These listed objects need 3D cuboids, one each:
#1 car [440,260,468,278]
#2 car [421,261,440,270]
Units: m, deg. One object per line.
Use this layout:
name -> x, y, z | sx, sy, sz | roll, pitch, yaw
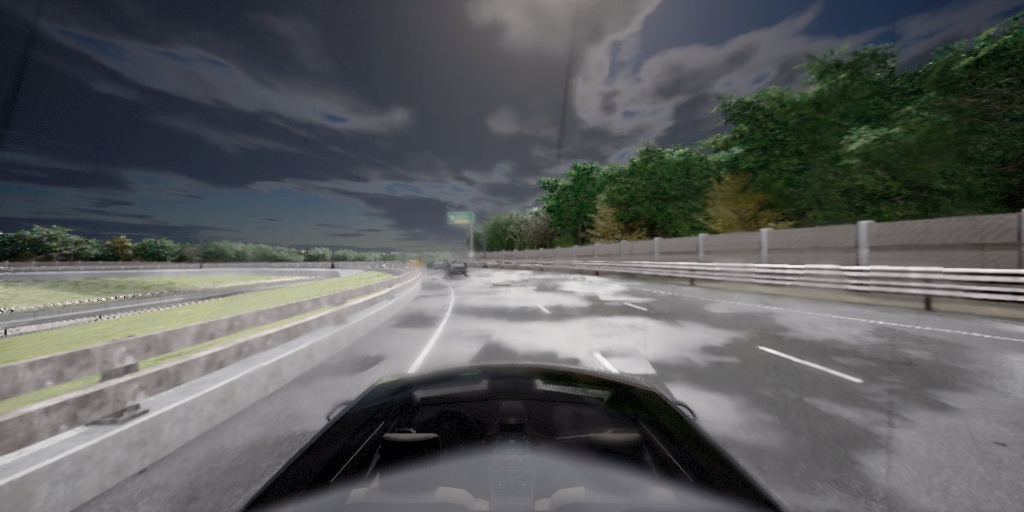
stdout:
car -> -5.623, 1.370, 35.493 | 1.837, 1.490, 4.892 | -1, 0, -19
car -> -12.414, 1.541, 58.199 | 2.033, 1.411, 5.357 | -1, 0, -33
